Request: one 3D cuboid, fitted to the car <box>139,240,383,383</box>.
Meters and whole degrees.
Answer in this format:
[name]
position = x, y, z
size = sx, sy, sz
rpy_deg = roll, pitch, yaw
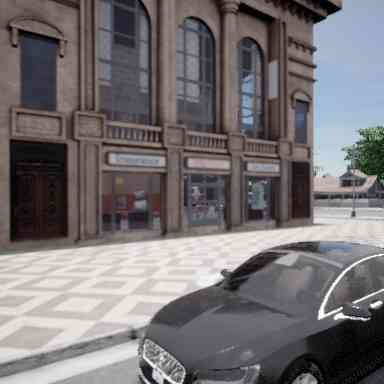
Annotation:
[car]
position = 1.655, 1.506, 4.559
size = 4.892, 1.490, 1.837
rpy_deg = 0, 0, -35
